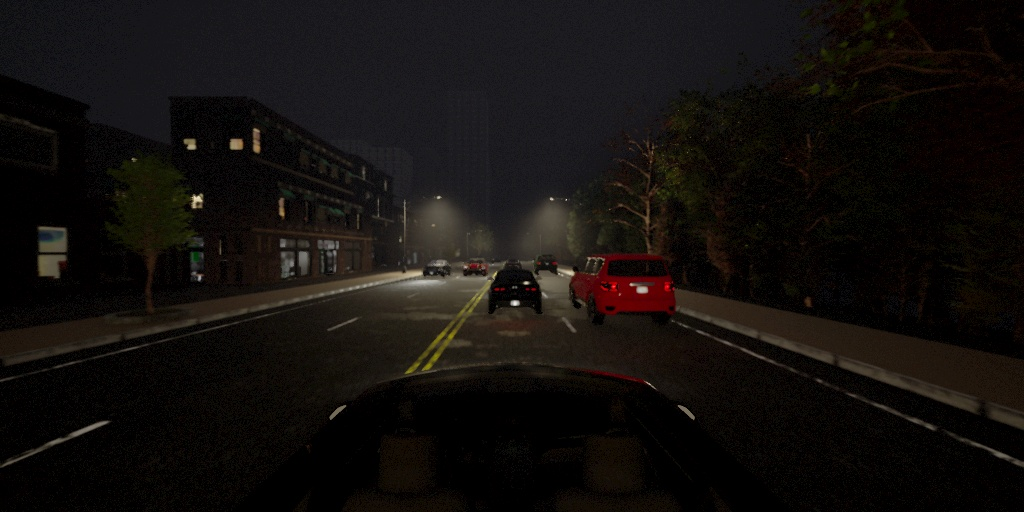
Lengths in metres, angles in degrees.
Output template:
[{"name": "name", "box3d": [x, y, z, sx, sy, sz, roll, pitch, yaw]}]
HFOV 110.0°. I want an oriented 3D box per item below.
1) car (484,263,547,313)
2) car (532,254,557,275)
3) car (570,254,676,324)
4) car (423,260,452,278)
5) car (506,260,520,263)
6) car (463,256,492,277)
[{"name": "car", "box3d": [0.101, 1.217, 13.785, 1.837, 1.490, 4.892, 0, 1, 0]}, {"name": "car", "box3d": [3.358, 0.853, 37.083, 2.150, 2.045, 5.566, 0, 0, 0]}, {"name": "car", "box3d": [3.351, 0.940, 11.911, 2.150, 2.045, 5.566, 0, 1, 0]}, {"name": "car", "box3d": [-6.585, 1.139, 31.947, 2.128, 1.511, 4.902, 0, 0, 0]}, {"name": "car", "box3d": [0.107, 1.127, 39.710, 1.837, 1.490, 4.892, 0, 1, 0]}, {"name": "car", "box3d": [-3.328, 0.994, 33.503, 2.097, 1.767, 4.553, 0, 0, 0]}]
